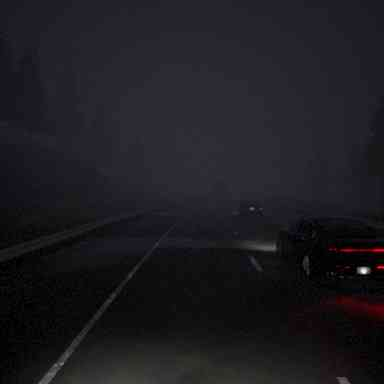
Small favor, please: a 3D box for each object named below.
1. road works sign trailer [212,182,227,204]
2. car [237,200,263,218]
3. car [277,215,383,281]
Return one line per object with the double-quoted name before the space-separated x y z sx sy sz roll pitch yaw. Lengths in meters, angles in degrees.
"road works sign trailer" 4.678 0.094 55.381 2.380 3.560 2.880 0 0 10
"car" 4.917 1.359 28.383 2.033 1.411 5.357 0 0 5
"car" 3.813 1.442 9.659 1.837 1.490 4.892 0 0 2
